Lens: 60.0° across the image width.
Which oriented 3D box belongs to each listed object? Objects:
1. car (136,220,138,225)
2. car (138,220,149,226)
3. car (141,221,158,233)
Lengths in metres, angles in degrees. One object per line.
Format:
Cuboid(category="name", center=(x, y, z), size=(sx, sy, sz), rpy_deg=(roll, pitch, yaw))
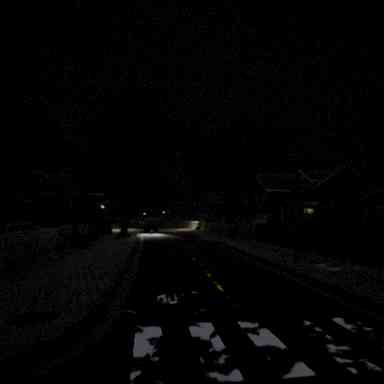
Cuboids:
Cuboid(category="car", center=(-14.731, 8.636, 93.943), size=(1.837, 1.490, 4.892), rpy_deg=(2, -5, -18))
Cuboid(category="car", center=(-11.737, 7.767, 83.918), size=(2.097, 1.767, 4.553), rpy_deg=(2, -5, -16))
Cuboid(category="car", center=(-5.858, 5.119, 47.335), size=(1.895, 1.301, 4.718), rpy_deg=(1, -5, -11))
